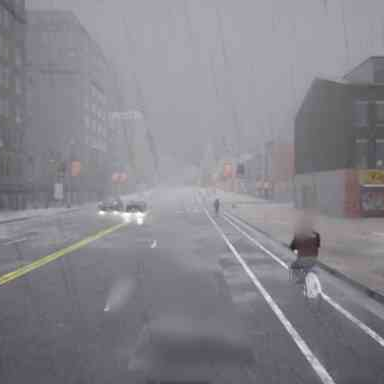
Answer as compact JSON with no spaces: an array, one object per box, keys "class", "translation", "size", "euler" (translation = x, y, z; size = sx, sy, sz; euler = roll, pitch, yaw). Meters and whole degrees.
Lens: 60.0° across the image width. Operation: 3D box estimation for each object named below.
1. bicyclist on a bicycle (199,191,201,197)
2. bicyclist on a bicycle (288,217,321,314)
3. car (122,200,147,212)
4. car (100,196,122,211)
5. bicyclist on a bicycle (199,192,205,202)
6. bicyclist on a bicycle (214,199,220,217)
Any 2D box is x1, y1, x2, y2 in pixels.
[{"class":"bicyclist on a bicycle","translation":[2.262,0.535,95.535],"size":[0.659,1.776,1.843],"euler":[0,1,0]},{"class":"bicyclist on a bicycle","translation":[2.251,1.388,6.772],"size":[0.659,1.776,1.843],"euler":[0,0,0]},{"class":"car","translation":[-6.520,1.582,39.211],"size":[1.895,1.301,4.718],"euler":[0,0,0]},{"class":"car","translation":[-9.758,1.327,40.694],"size":[2.097,1.767,4.553],"euler":[0,0,0]},{"class":"bicyclist on a bicycle","translation":[2.270,1.231,65.963],"size":[0.866,1.612,1.509],"euler":[0,1,0]},{"class":"bicyclist on a bicycle","translation":[2.257,1.461,30.156],"size":[0.582,1.620,1.656],"euler":[0,0,0]}]
